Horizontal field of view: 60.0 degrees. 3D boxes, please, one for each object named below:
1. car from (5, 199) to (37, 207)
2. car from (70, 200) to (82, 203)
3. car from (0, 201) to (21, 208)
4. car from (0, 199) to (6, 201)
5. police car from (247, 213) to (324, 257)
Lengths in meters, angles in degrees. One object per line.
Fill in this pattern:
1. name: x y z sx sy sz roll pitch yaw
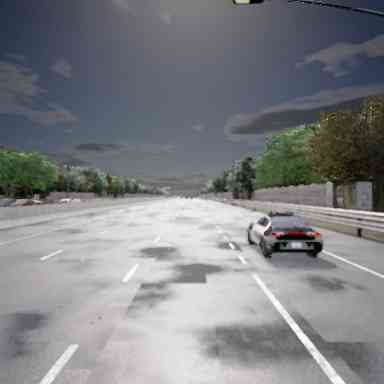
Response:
1. car: -24.525 1.901 48.504 1.882 1.535 5.008 0 -1 0
2. car: -17.510 1.978 50.186 1.812 1.442 4.674 0 -1 0
3. car: -17.602 1.794 29.174 2.033 1.411 5.357 0 0 0
4. car: -28.010 1.799 50.153 2.097 1.767 4.553 0 -1 0
5. police car: 3.509 1.619 13.575 2.038 1.542 4.974 0 0 0
